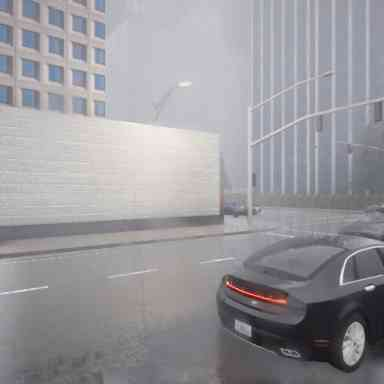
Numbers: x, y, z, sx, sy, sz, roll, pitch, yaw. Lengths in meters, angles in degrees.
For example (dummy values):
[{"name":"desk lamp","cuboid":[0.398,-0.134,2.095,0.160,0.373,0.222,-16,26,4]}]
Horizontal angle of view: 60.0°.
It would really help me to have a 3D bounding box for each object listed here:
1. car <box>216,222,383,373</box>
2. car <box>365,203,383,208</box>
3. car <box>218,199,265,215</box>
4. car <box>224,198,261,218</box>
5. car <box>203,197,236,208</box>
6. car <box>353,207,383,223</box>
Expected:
[{"name":"car","cuboid":[2.640,1.505,5.680,4.892,1.490,1.837,0,0,-35]},{"name":"car","cuboid":[18.776,1.553,30.993,4.892,1.490,1.837,0,4,25]},{"name":"car","cuboid":[5.157,1.547,35.390,2.128,1.511,4.902,0,0,-36]},{"name":"car","cuboid":[3.593,1.603,31.559,2.033,1.411,5.357,0,0,-36]},{"name":"car","cuboid":[4.032,1.547,49.346,2.128,1.511,4.902,0,0,-36]},{"name":"car","cuboid":[8.460,1.554,14.322,5.357,1.411,2.033,0,0,-36]}]
